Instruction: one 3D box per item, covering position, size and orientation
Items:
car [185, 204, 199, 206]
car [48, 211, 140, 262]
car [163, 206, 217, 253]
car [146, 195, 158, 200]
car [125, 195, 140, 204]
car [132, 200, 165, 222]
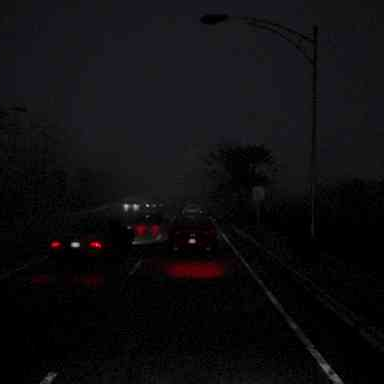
[{"bbox_3d":[0.021,1.775,28.934,1.812,1.442,4.674,0,0,0],"label":"car"},{"bbox_3d":[-3.492,1.656,12.489,2.033,1.411,5.357,0,0,0],"label":"car"},{"bbox_3d":[0.024,1.601,14.262,1.882,1.535,5.008,0,0,0],"label":"car"},{"bbox_3d":[-7.060,1.315,59.069,1.812,1.442,4.674,0,2,0],"label":"car"},{"bbox_3d":[-10.557,1.268,59.027,1.882,1.535,5.008,0,2,0],"label":"car"},{"bbox_3d":[-3.482,1.739,28.540,2.128,1.511,4.902,0,0,0],"label":"car"}]
